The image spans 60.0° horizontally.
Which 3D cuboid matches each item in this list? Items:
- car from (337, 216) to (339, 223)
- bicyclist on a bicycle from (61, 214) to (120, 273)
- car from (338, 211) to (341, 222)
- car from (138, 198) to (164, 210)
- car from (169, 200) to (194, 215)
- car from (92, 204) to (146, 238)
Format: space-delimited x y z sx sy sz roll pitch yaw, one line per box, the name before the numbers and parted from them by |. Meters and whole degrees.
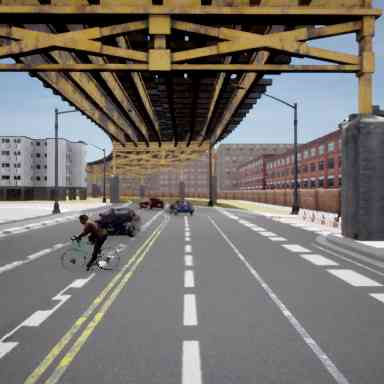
car | 12.025 1.453 21.278 4.974 1.542 2.038 0 0 29
bicyclist on a bicycle | -2.876 1.454 9.372 1.656 1.620 0.582 -2 0 -1
car | 12.070 1.295 21.253 4.536 1.218 1.853 0 0 29
car | -5.394 1.478 43.394 1.882 1.535 5.008 0 0 -32
car | -1.089 1.547 33.537 2.033 1.411 5.357 0 0 -11
car | -3.835 1.564 17.505 1.994 1.385 4.181 0 0 -1
